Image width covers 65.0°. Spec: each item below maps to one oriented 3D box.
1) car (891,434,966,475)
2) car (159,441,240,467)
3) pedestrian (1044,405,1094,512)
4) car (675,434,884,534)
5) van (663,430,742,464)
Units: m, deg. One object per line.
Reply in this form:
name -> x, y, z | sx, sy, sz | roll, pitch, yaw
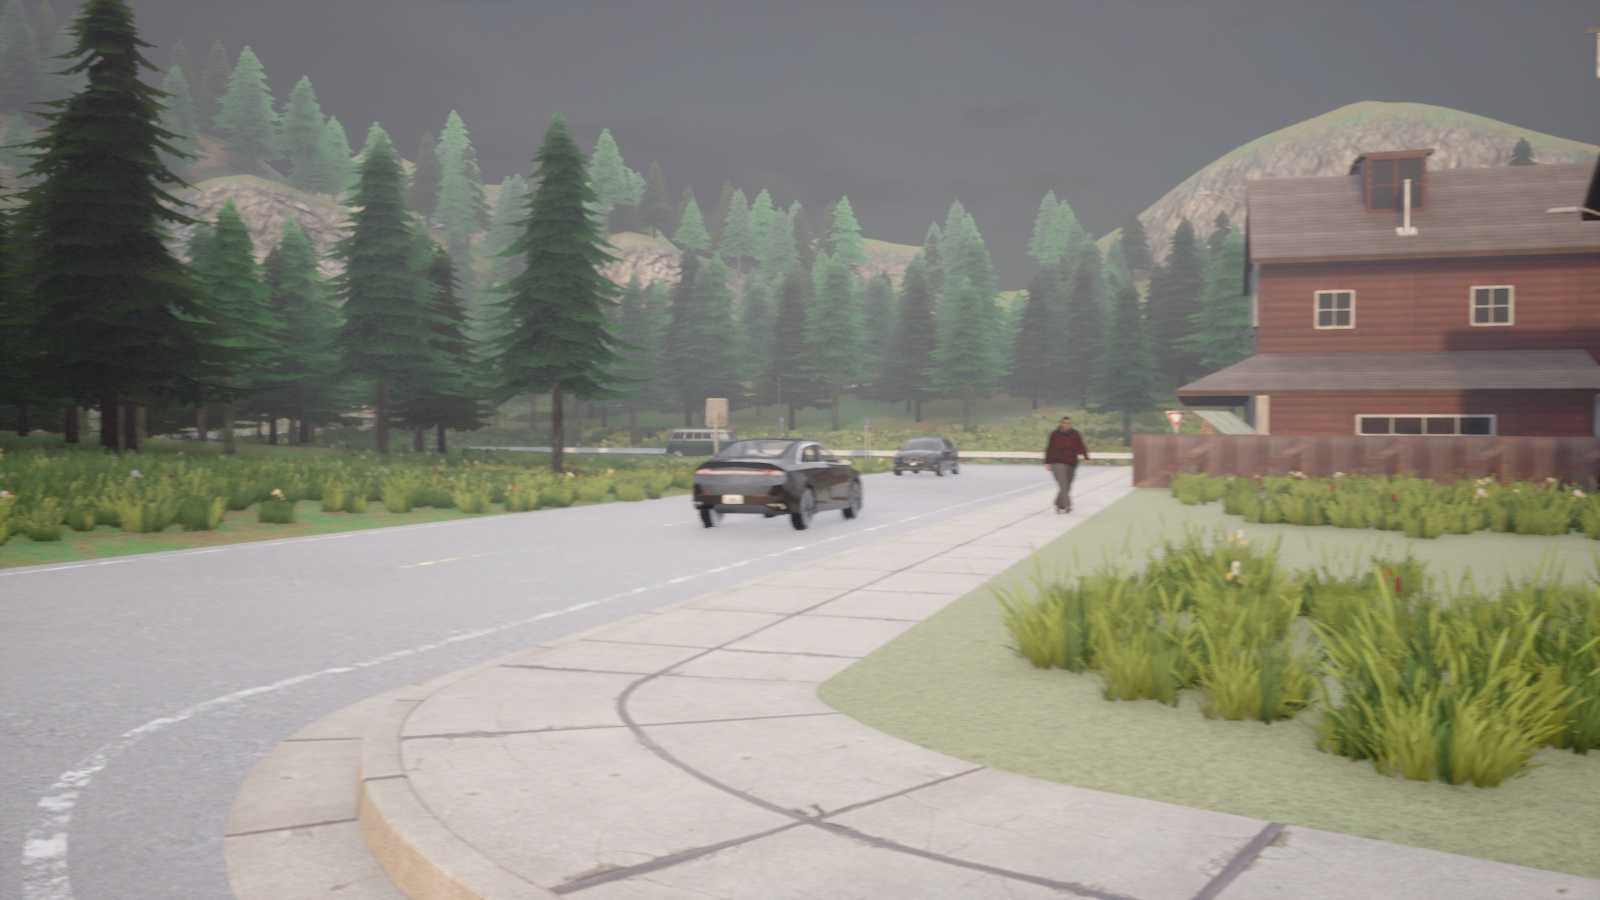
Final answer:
car -> 5.025, 0.146, 48.580 | 1.837, 1.490, 4.892 | 0, 1, 19
car -> -40.330, 0.237, 84.392 | 4.611, 1.667, 2.242 | 0, 1, 18
pedestrian -> 4.741, 0.138, 22.180 | 0.634, 1.844, 0.899 | -1, 1, -4
car -> -0.197, 0.503, 22.008 | 2.128, 1.511, 4.902 | 0, 1, 19
van -> -5.932, -0.187, 76.592 | 4.442, 1.987, 1.775 | 0, 1, 18
